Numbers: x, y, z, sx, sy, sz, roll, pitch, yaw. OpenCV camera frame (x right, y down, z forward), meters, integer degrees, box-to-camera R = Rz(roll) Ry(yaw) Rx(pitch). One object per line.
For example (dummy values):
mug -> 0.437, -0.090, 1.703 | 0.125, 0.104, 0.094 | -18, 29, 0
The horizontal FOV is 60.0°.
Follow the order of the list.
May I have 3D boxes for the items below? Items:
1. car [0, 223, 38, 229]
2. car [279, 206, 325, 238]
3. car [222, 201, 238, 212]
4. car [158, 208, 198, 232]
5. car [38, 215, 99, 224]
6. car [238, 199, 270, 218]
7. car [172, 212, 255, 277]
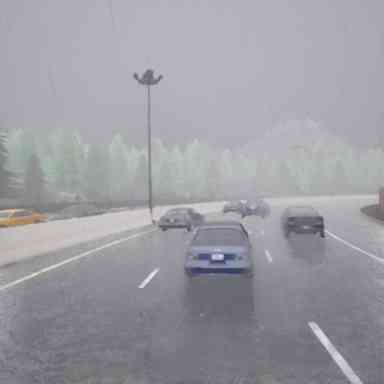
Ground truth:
car -> -11.574, 1.870, 21.037 | 1.882, 1.535, 5.008 | -1, 0, 12
car -> 5.792, 1.485, 17.871 | 1.882, 1.535, 5.008 | -1, 0, 12
car -> 5.034, 1.713, 37.885 | 2.033, 1.411, 5.357 | -1, 0, 24
car -> -0.569, 1.714, 21.581 | 2.033, 1.411, 5.357 | -1, 0, 14
car -> -7.702, 1.673, 22.303 | 2.097, 1.767, 4.553 | -1, 0, 14
car -> 6.033, 1.447, 30.995 | 2.097, 1.767, 4.553 | -1, 0, 20
car -> 0.921, 1.603, 10.420 | 2.033, 1.411, 5.357 | -1, 0, 7
